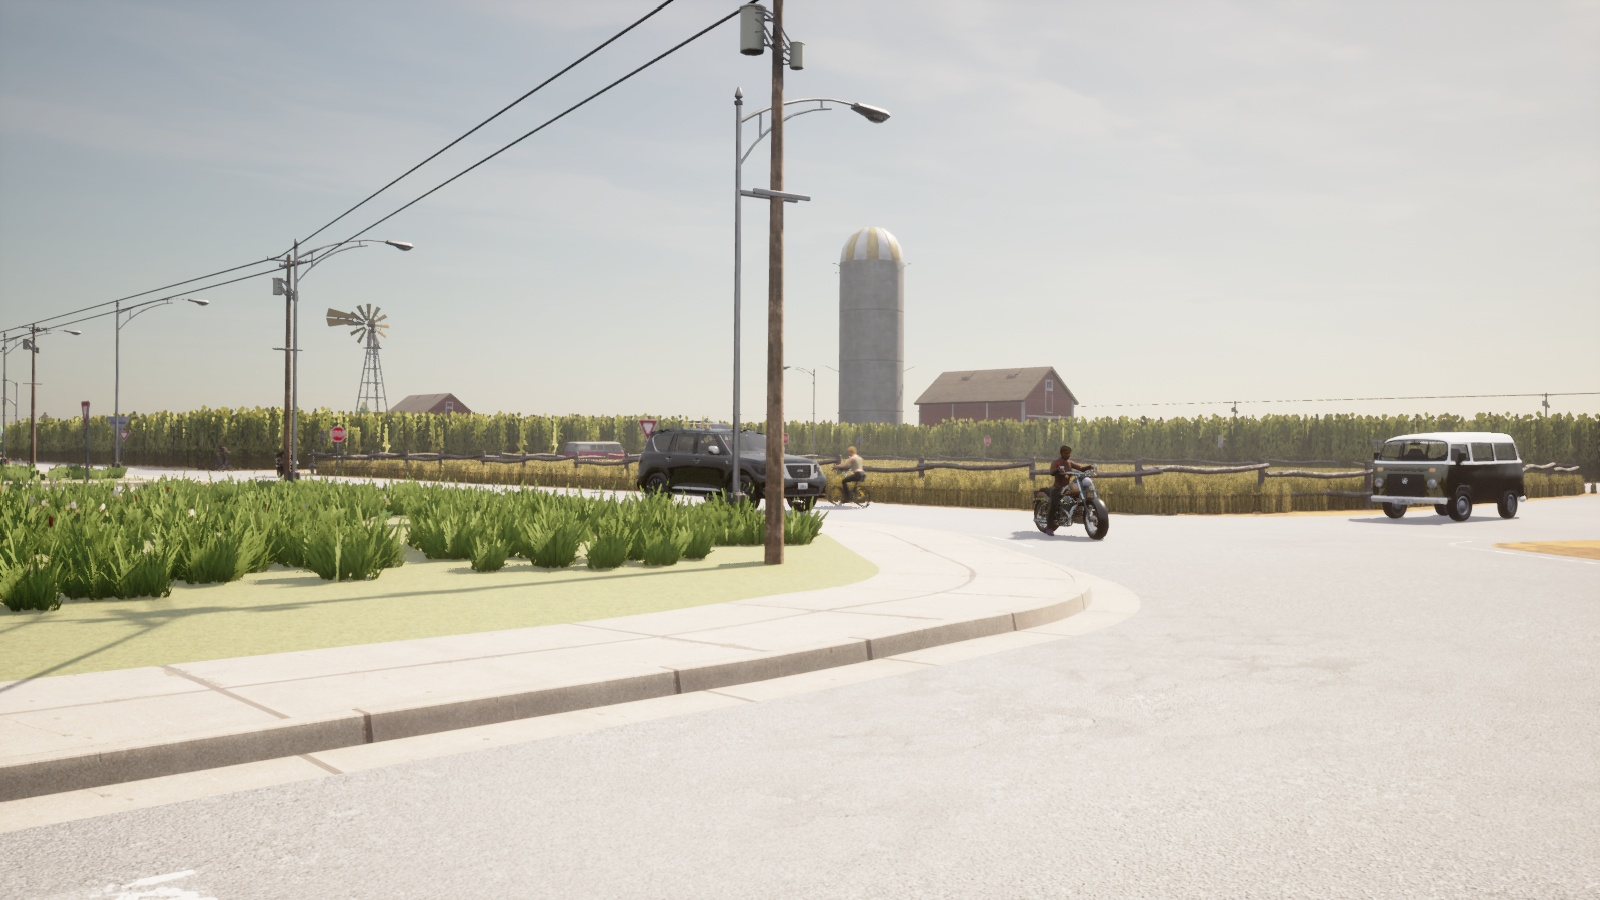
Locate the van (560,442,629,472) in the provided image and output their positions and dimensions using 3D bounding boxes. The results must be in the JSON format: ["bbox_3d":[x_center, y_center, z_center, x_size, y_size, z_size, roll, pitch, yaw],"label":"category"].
[{"bbox_3d":[-14.112,0.474,86.437,4.442,1.987,1.775,0,0,-43],"label":"van"}]

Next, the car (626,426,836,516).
[{"bbox_3d":[-1.833,0.475,31.244,2.150,2.045,5.566,0,0,-43],"label":"car"}]

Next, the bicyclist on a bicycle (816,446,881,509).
[{"bbox_3d":[1.280,0.704,33.135,0.866,1.612,1.509,1,0,-45],"label":"bicyclist on a bicycle"}]

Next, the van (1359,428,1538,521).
[{"bbox_3d":[15.353,0.534,29.646,4.480,2.038,2.069,0,0,-38],"label":"van"}]

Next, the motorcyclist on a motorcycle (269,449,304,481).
[{"bbox_3d":[-25.098,0.727,61.341,0.866,1.530,2.191,0,0,-43],"label":"motorcyclist on a motorcycle"}]

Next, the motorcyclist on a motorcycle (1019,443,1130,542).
[{"bbox_3d":[4.776,0.704,22.069,0.766,1.649,2.350,0,0,-20],"label":"motorcyclist on a motorcycle"}]
